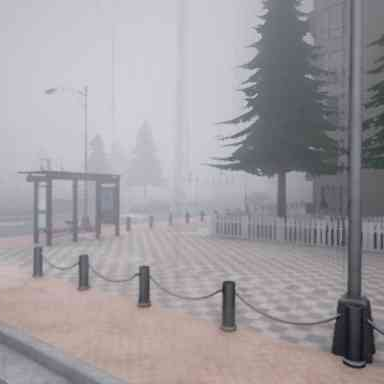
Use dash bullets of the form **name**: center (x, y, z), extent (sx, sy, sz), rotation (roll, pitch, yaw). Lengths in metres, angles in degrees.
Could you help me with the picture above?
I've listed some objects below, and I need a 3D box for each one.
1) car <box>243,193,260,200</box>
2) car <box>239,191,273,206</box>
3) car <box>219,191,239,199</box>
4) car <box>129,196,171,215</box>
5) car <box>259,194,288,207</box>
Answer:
- **car**: center (14.420, 1.069, 81.251), extent (3.633, 1.501, 1.845), rotation (1, 0, 35)
- **car**: center (9.768, 1.016, 50.471), extent (2.150, 2.045, 5.566), rotation (1, 0, 35)
- **car**: center (10.060, 1.016, 87.955), extent (3.806, 1.475, 1.970), rotation (1, 0, 35)
- **car**: center (-3.867, 1.366, 31.232), extent (1.994, 1.385, 4.181), rotation (1, 0, 35)
- **car**: center (11.672, 1.358, 46.974), extent (1.812, 1.442, 4.674), rotation (1, 0, 35)
